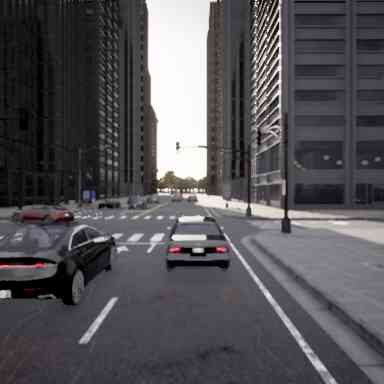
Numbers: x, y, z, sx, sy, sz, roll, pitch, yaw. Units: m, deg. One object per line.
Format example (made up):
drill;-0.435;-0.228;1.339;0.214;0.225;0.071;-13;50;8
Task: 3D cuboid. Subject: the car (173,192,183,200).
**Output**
car;-3.096;0.984;76.776;2.097;1.767;4.553;0;0;0

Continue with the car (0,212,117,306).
car;-3.136;1.470;7.946;2.128;1.511;4.902;0;0;0

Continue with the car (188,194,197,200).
car;0.154;1.224;76.830;1.895;1.301;4.718;0;0;0

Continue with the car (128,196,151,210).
car;-6.510;1.384;40.454;1.837;1.490;4.892;0;0;0

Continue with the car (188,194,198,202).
car;0.134;1.367;66.796;1.994;1.385;4.181;0;0;0

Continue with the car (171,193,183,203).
car;-3.117;1.352;66.386;2.033;1.411;5.357;0;0;0

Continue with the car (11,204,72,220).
car;-10.276;1.497;22.895;4.181;1.385;1.994;0;0;20

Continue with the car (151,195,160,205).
car;-6.451;1.339;55.801;1.837;1.490;4.892;0;0;1

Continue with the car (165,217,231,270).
car;0.128;1.517;10.932;2.033;1.411;5.357;0;0;-1

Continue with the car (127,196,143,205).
car;-9.680;1.357;56.666;1.812;1.442;4.674;0;0;1

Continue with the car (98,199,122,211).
car;-9.763;1.482;39.752;1.895;1.301;4.718;0;0;0
